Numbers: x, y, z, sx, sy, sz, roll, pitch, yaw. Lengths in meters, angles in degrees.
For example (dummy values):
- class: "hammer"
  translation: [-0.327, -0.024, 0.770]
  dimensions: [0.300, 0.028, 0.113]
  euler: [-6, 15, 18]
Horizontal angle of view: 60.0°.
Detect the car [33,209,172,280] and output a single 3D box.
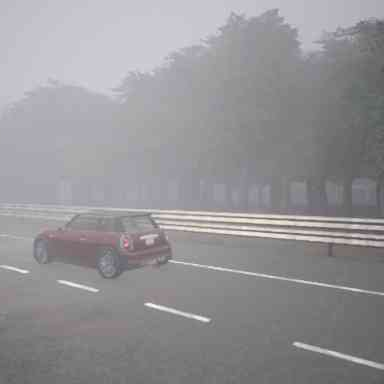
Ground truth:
- class: "car"
  translation: [-2.866, 1.352, 10.211]
  dimensions: [4.553, 1.767, 2.097]
  euler: [0, 0, 35]
